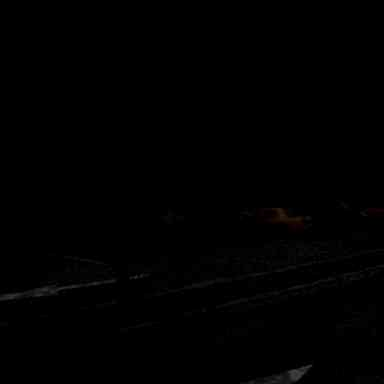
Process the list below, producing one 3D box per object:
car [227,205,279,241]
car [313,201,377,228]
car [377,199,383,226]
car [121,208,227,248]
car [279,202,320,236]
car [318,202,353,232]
[{"bbox_3d":[1.558,1.549,17.018,4.892,1.521,2.231,-1,-1,35],"label":"car"},{"bbox_3d":[9.849,1.435,22.906,4.553,1.767,2.185,-1,-1,35],"label":"car"},{"bbox_3d":[12.329,1.438,24.579,4.553,1.767,2.185,-1,0,35],"label":"car"},{"bbox_3d":[-1.224,1.543,15.073,4.892,1.521,2.231,-1,-1,35],"label":"car"},{"bbox_3d":[4.173,1.551,19.078,5.366,1.575,1.946,-1,-1,35],"label":"car"},{"bbox_3d":[7.127,1.586,20.919,4.792,1.488,2.163,-1,-1,35],"label":"car"}]
